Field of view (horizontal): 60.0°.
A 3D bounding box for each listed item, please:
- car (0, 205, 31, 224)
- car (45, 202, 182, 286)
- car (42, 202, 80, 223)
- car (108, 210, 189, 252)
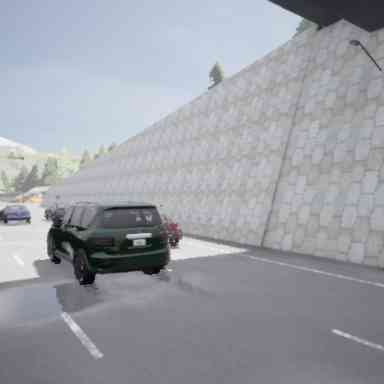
[{"bbox_3d":[-14.439,1.760,27.145,2.033,1.411,5.357,0,-1,-34],"label":"car"},{"bbox_3d":[-2.750,1.300,10.039,2.150,2.045,5.566,0,-1,-34],"label":"car"},{"bbox_3d":[-11.575,1.720,29.161,2.128,1.511,4.902,0,-1,-34],"label":"car"},{"bbox_3d":[-2.207,1.649,15.448,1.812,1.442,4.674,0,-1,-34],"label":"car"}]
